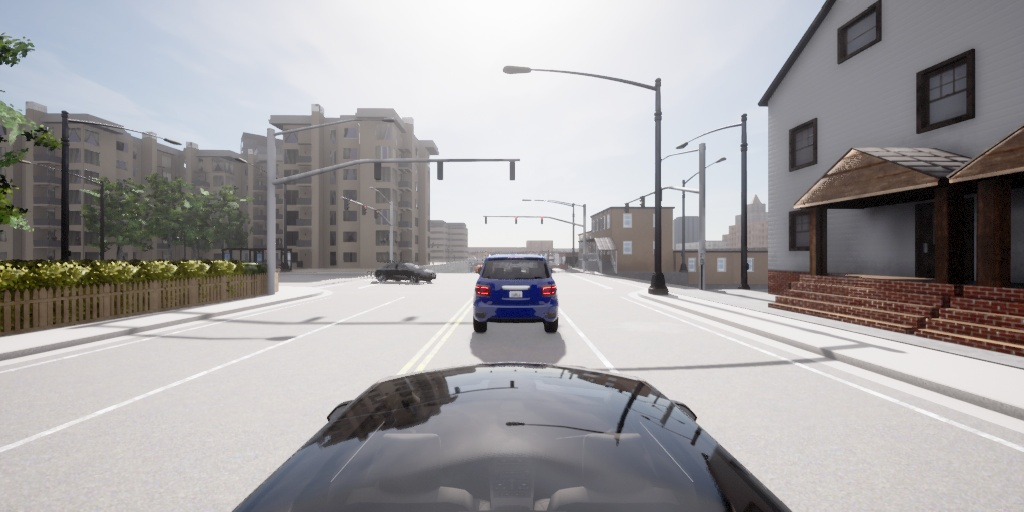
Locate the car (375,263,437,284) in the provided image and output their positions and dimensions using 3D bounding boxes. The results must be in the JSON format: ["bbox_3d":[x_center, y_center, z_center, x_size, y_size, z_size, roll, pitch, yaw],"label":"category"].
[{"bbox_3d":[-7.842,1.238,26.533,4.892,1.490,1.837,-1,-2,24],"label":"car"}]

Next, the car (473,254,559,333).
[{"bbox_3d":[0.103,0.971,10.918,2.150,2.045,5.566,0,0,0],"label":"car"}]

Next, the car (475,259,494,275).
[{"bbox_3d":[-3.549,1.506,46.939,2.097,1.767,4.553,1,-5,0],"label":"car"}]
